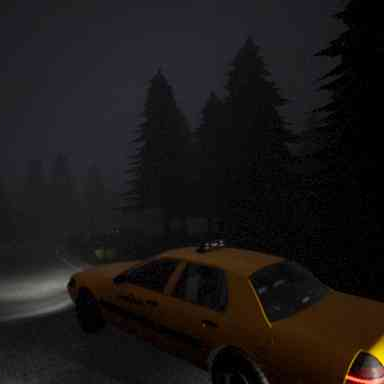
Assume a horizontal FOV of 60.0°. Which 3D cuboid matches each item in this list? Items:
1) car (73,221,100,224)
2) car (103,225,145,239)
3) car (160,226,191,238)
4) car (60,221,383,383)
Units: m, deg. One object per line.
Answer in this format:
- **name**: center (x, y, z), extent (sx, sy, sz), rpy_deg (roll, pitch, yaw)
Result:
- **car**: center (-11.398, 4.052, 35.098), extent (2.150, 2.045, 5.566), rpy_deg (-5, -8, 17)
- **car**: center (-7.400, 4.509, 37.044), extent (2.033, 1.411, 5.357), rpy_deg (-4, -8, 21)
- **car**: center (-2.251, 5.547, 46.335), extent (1.882, 1.535, 5.008), rpy_deg (-5, -8, 30)
- **car**: center (0.074, 1.442, 4.801), extent (5.366, 1.575, 1.801), rpy_deg (0, 1, 43)
